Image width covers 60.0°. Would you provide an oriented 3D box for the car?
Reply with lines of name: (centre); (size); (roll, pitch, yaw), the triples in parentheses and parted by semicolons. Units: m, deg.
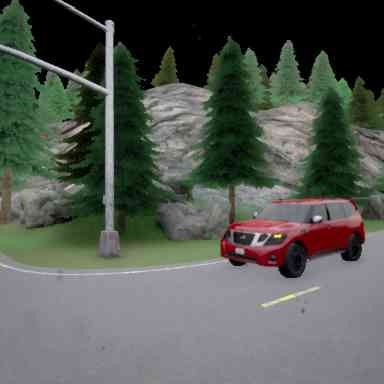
car: (3.413, 1.227, 10.578); (5.566, 2.045, 2.150); (0, 0, -39)
